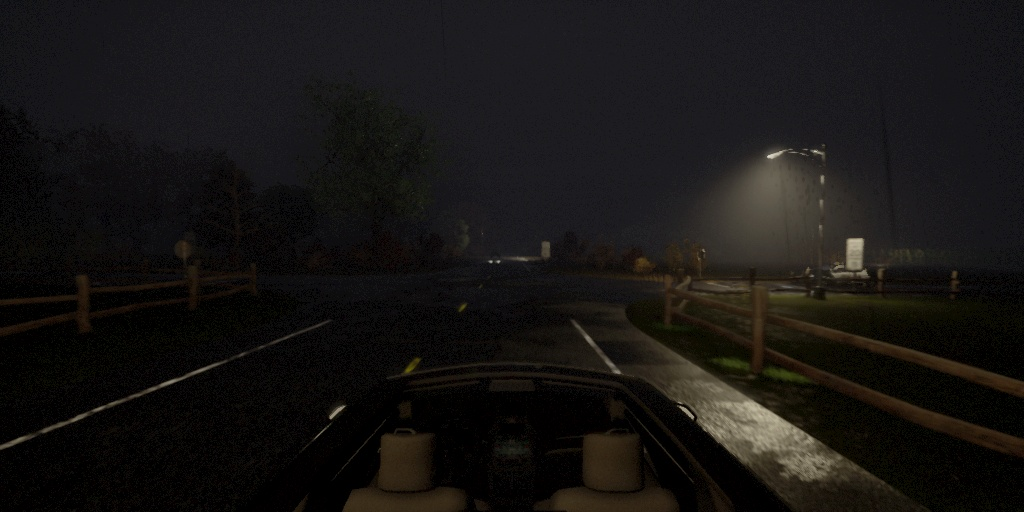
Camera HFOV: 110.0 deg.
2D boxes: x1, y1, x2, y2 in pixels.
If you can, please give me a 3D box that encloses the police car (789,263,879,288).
[{"bbox_3d":[21.059,1.260,23.504,4.974,1.542,2.038,1,1,0],"label":"police car"}]
